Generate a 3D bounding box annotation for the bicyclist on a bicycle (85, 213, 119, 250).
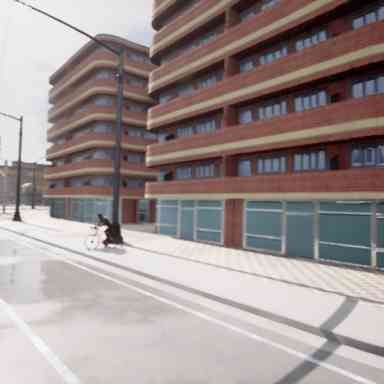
[{"bbox_3d":[-4.033,1.769,15.017,1.656,1.620,0.582,3,-3,-41],"label":"bicyclist on a bicycle"}]
